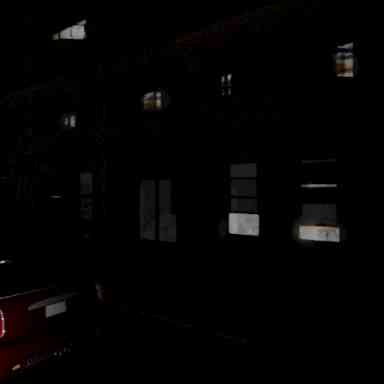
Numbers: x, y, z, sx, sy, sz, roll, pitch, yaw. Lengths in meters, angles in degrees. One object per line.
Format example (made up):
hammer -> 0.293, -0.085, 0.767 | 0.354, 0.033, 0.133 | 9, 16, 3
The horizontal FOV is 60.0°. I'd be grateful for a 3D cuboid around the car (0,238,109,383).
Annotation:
car -> -3.234, 1.449, 5.172 | 4.097, 1.590, 1.967 | 0, 0, 35
